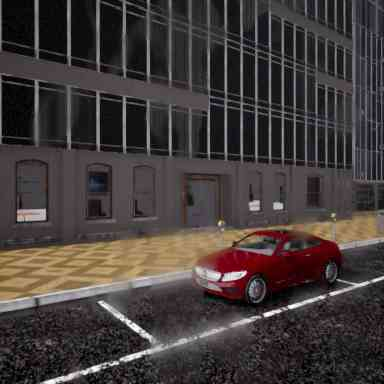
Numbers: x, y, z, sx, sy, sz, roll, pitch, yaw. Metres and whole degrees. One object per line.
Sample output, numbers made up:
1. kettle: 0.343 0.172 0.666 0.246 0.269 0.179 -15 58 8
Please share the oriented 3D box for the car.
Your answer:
1. car: 1.941 1.582 7.964 4.206 1.307 1.802 0 0 -36
